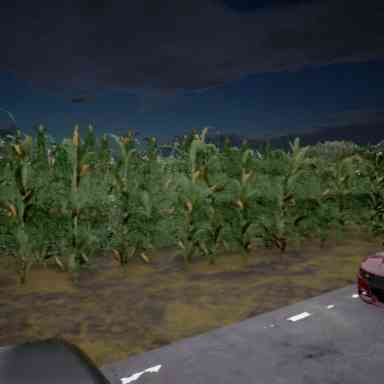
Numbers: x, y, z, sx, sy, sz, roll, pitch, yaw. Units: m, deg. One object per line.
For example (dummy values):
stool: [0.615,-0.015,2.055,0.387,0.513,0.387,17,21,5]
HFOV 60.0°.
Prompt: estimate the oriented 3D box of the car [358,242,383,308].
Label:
car: [5.466,1.483,7.084,5.008,1.535,1.882,0,0,-36]

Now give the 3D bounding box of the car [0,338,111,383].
car: [-2.769,1.580,1.037,5.357,1.411,2.033,0,-1,-36]
